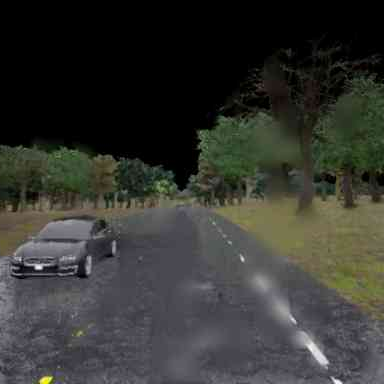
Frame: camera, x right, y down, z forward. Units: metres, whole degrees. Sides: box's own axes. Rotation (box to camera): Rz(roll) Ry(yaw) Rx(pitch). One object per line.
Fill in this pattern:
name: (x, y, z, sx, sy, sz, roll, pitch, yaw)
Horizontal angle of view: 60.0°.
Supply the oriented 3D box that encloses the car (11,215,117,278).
car: (-3.617, 1.538, 10.265, 1.837, 1.490, 4.892, 0, 0, 0)
